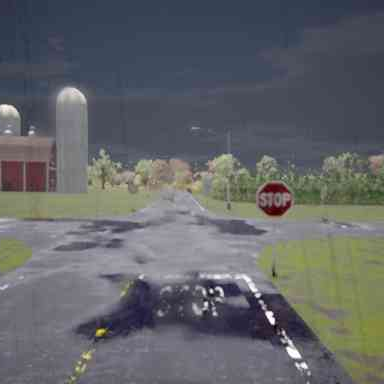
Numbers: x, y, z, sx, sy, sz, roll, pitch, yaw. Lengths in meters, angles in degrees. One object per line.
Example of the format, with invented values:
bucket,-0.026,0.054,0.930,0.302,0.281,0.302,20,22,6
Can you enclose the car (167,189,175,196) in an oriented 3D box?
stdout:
car,-4.674,0.060,74.656,1.882,1.535,5.008,0,1,-3

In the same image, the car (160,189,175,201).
car,-3.619,0.633,49.100,1.837,1.490,4.892,0,3,-2
